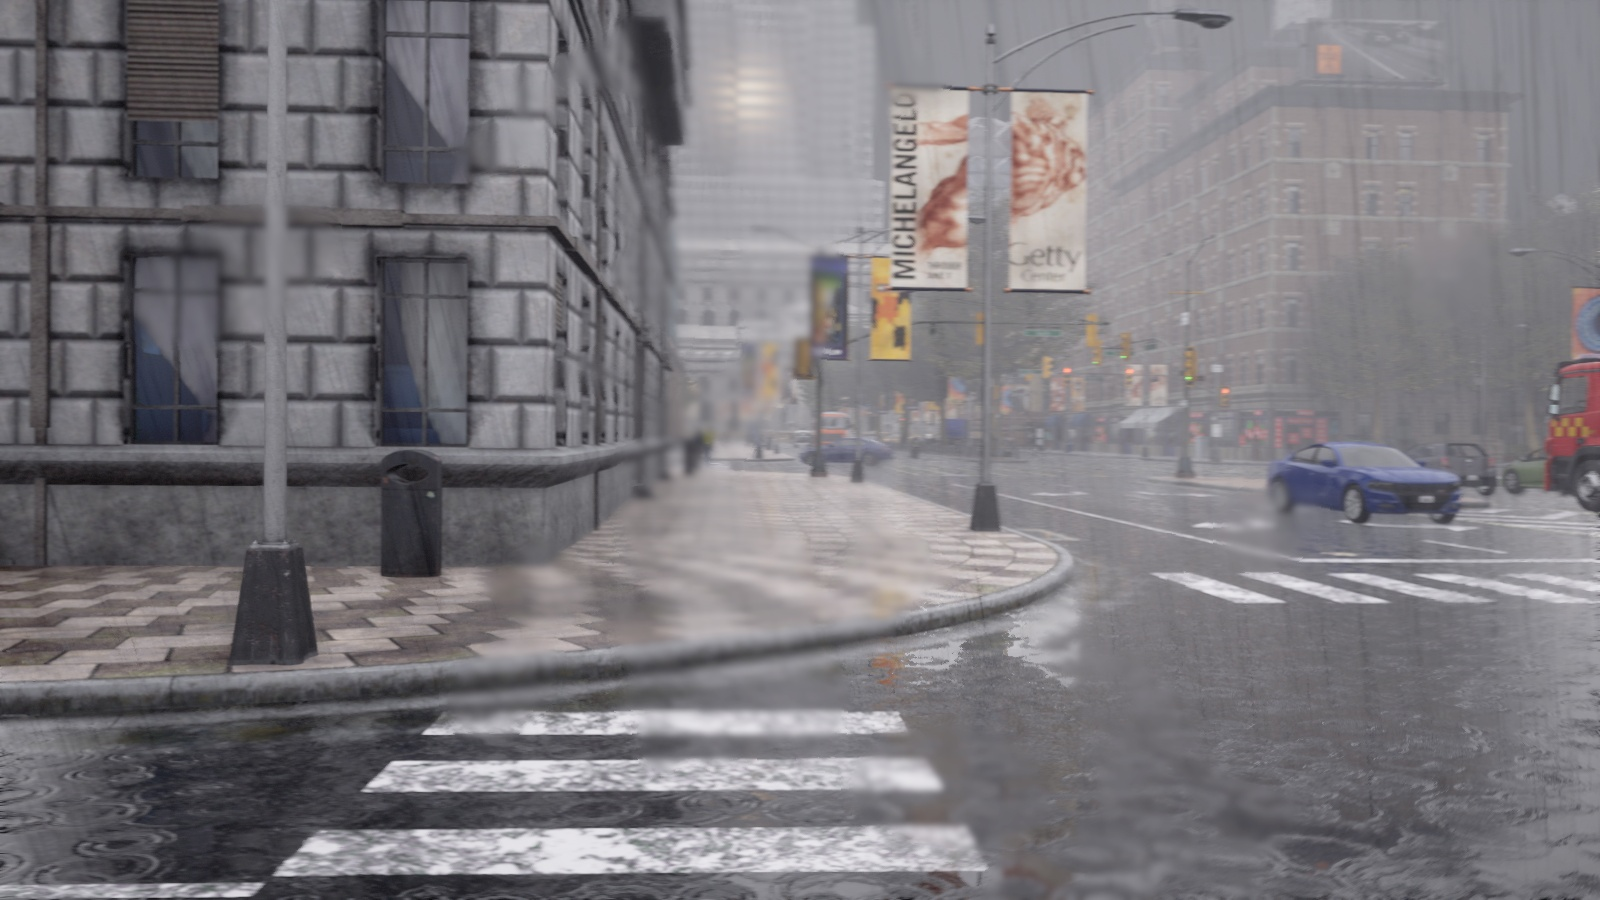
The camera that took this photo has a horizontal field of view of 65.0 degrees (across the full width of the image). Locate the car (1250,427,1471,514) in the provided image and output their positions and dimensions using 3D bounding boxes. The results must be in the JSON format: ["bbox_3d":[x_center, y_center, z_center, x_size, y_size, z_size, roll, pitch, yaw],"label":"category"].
[{"bbox_3d":[10.958,0.333,25.026,1.882,1.535,5.008,-1,1,-4],"label":"car"}]

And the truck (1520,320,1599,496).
[{"bbox_3d":[18.908,-0.915,25.817,2.891,3.827,8.468,-1,1,-4],"label":"truck"}]

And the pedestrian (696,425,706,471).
[{"bbox_3d":[-4.055,-0.087,51.558,0.354,1.836,0.706,-1,1,-1],"label":"pedestrian"}]

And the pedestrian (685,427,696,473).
[{"bbox_3d":[-4.376,-0.013,50.231,0.370,1.835,0.726,-1,1,-7],"label":"pedestrian"}]

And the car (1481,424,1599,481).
[{"bbox_3d":[21.763,0.037,35.814,2.007,1.525,4.514,-1,1,-4],"label":"car"}]

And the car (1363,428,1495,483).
[{"bbox_3d":[18.208,0.137,36.554,1.845,1.501,3.633,-1,1,-4],"label":"car"}]

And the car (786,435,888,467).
[{"bbox_3d":[1.788,0.048,60.399,4.674,1.442,1.812,-1,1,11],"label":"car"}]
